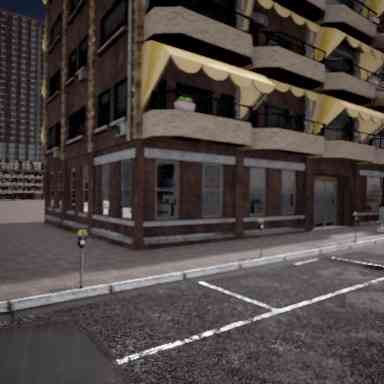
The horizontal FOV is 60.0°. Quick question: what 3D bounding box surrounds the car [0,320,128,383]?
[{"bbox_3d":[-2.826,1.547,1.361,5.357,1.411,2.033,0,0,-35],"label":"car"}]
